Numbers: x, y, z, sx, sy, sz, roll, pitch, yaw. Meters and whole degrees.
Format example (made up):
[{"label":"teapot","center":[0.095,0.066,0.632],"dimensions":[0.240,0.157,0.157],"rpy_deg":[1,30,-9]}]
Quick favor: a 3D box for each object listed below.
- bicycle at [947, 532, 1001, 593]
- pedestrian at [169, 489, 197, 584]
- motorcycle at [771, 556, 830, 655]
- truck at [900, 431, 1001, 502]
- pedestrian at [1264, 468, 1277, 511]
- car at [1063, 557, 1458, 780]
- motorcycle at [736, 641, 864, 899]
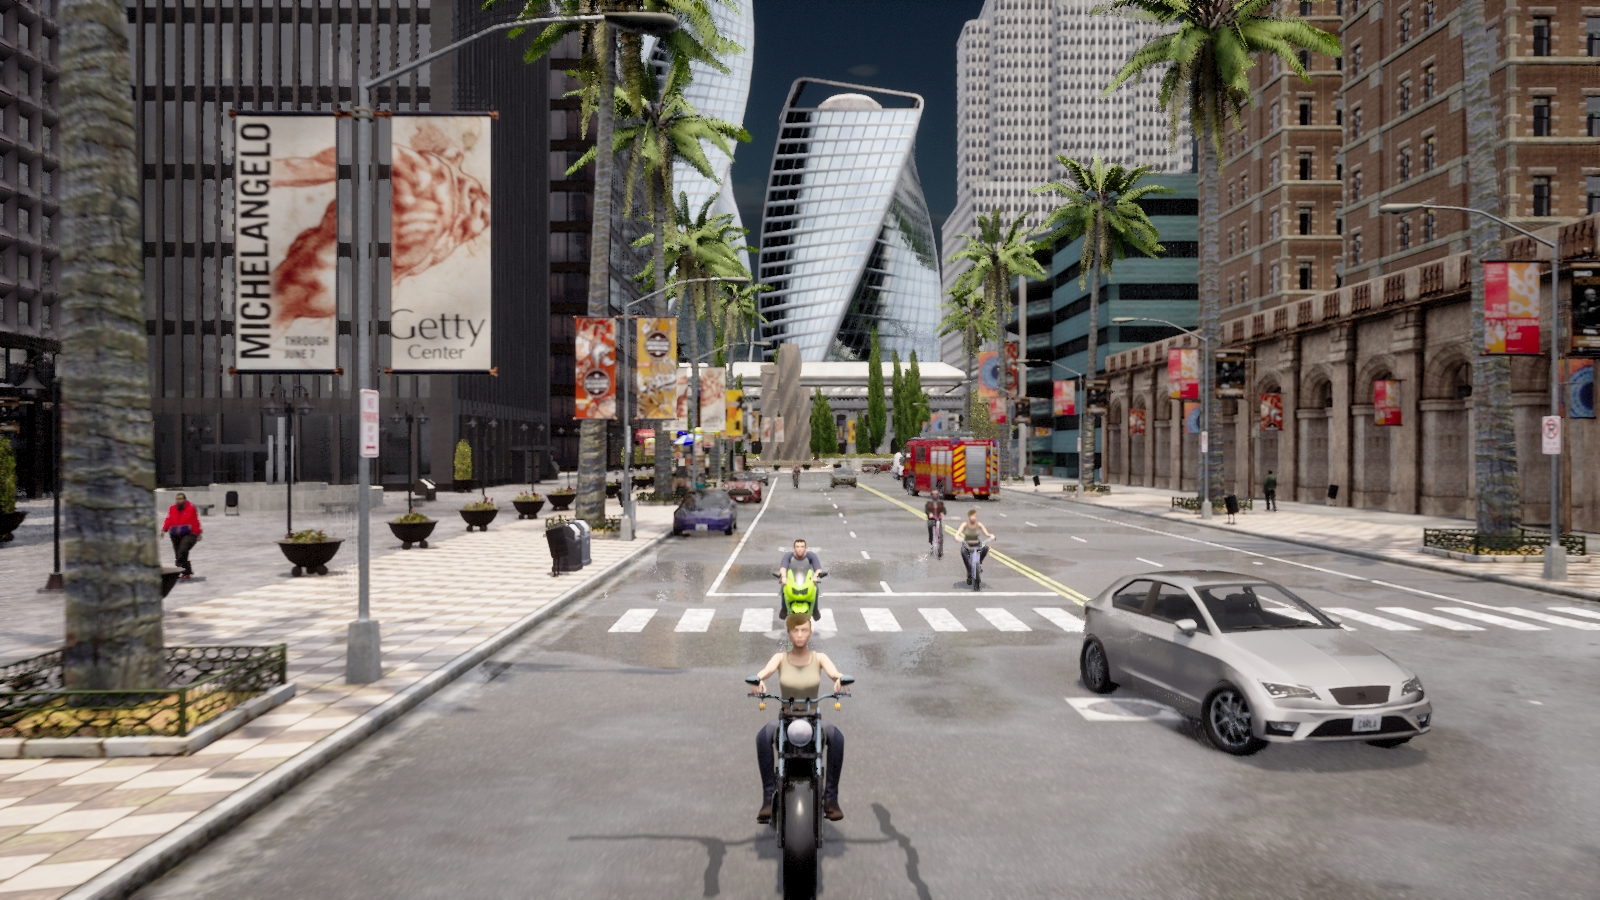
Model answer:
[{"label":"bicycle","center":[3.496,2.258,23.046],"dimensions":[0.859,1.080,1.487],"rpy_deg":[0,0,0]},{"label":"pedestrian","center":[-12.274,1.705,22.727],"dimensions":[0.375,1.860,0.375],"rpy_deg":[0,0,-3]},{"label":"motorcycle","center":[0.002,2.214,16.579],"dimensions":[0.803,1.145,2.033],"rpy_deg":[0,0,0]},{"label":"truck","center":[8.591,0.895,66.551],"dimensions":[2.891,3.827,8.468],"rpy_deg":[0,0,-14]},{"label":"pedestrian","center":[20.242,1.700,49.165],"dimensions":[0.375,1.860,0.375],"rpy_deg":[0,0,0]},{"label":"car","center":[4.496,2.066,11.957],"dimensions":[1.816,1.474,4.193],"rpy_deg":[0,0,-12]},{"label":"motorcycle","center":[0.002,2.170,7.987],"dimensions":[0.764,1.277,2.356],"rpy_deg":[0,0,0]}]
